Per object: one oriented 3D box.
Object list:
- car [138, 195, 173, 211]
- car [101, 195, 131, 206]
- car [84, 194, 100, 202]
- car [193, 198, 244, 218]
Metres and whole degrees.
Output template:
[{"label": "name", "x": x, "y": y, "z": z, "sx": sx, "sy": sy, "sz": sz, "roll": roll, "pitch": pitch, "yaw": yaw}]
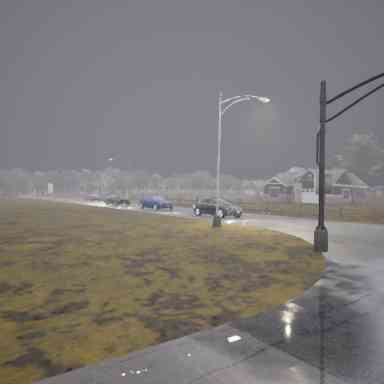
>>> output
[{"label": "car", "x": -3.792, "y": 1.084, "z": 34.581, "sx": 1.882, "sy": 1.535, "sz": 5.008, "roll": 2, "pitch": 0, "yaw": -36}, {"label": "car", "x": -9.582, "y": 1.109, "z": 42.734, "sx": 1.895, "sy": 1.301, "sz": 4.718, "roll": 2, "pitch": -1, "yaw": -35}, {"label": "car", "x": -18.249, "y": 1.008, "z": 61.105, "sx": 2.033, "sy": 1.411, "sz": 5.357, "roll": 2, "pitch": -1, "yaw": -35}, {"label": "car", "x": 2.004, "y": 1.227, "z": 26.434, "sx": 1.837, "sy": 1.490, "sz": 4.892, "roll": 2, "pitch": 0, "yaw": -35}]
